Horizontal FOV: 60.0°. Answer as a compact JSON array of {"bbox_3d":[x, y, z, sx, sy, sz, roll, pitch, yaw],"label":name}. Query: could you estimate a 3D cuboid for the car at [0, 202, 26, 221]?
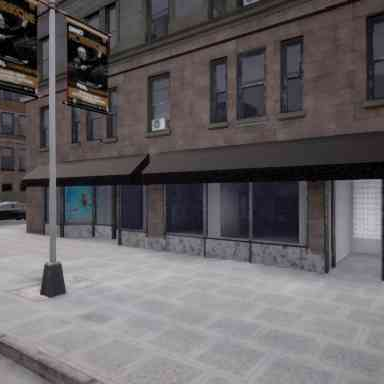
[{"bbox_3d":[-14.199,1.545,25.272,1.837,1.490,4.892,0,0,37],"label":"car"}]
